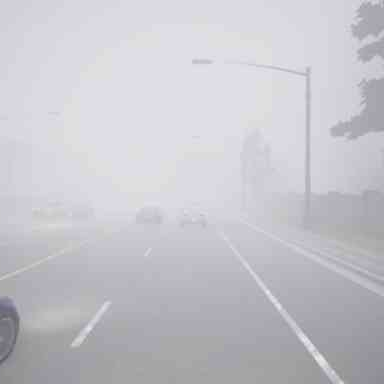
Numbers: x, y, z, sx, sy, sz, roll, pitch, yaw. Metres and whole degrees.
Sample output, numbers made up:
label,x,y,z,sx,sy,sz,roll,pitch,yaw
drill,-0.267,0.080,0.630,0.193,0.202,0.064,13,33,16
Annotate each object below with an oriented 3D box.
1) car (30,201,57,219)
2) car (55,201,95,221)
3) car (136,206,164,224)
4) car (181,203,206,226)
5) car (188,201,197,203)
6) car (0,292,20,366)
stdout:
label,x,y,z,sx,sy,sz,roll,pitch,yaw
car,-14.068,1.710,32.800,2.097,1.767,4.553,0,-1,0
car,-10.572,1.834,31.211,2.128,1.511,4.902,0,-1,0
car,-3.389,1.867,27.350,1.994,1.385,4.181,0,-1,0
car,0.110,1.811,25.787,1.812,1.442,4.674,0,-1,0
car,0.121,2.147,54.268,2.033,1.411,5.357,0,-1,0
car,-3.402,1.558,2.893,1.812,1.442,4.674,0,-1,0
